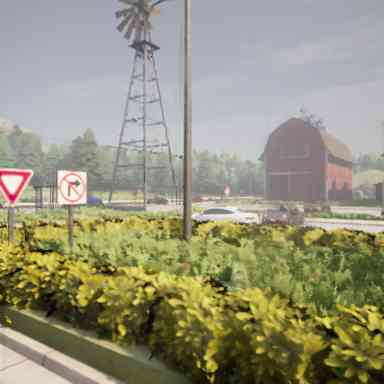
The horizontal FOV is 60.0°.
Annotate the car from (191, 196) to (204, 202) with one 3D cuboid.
[{"bbox_3d":[0.487,1.436,63.692,1.812,1.442,4.674,0,0,36],"label":"car"}]

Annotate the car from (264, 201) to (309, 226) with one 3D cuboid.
[{"bbox_3d":[6.181,1.501,22.354,1.784,1.438,3.905,0,0,35],"label":"car"}]

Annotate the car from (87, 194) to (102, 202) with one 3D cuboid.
[{"bbox_3d":[-14.258,1.132,43.124,2.150,2.045,5.566,0,0,36],"label":"car"}]

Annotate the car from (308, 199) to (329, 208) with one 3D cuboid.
[{"bbox_3d":[12.605,1.483,33.564,1.816,1.474,4.193,0,0,35],"label":"car"}]

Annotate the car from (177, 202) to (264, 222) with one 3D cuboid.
[{"bbox_3d":[1.386,1.502,18.648,4.674,1.442,1.812,0,0,22],"label":"car"}]

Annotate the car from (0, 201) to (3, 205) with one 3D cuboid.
[{"bbox_3d":[-23.408,1.427,36.671,1.812,1.442,4.674,0,0,36],"label":"car"}]

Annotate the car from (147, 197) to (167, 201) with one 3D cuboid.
[{"bbox_3d":[-5.797,1.474,54.905,1.994,1.385,4.181,0,0,36],"label":"car"}]
